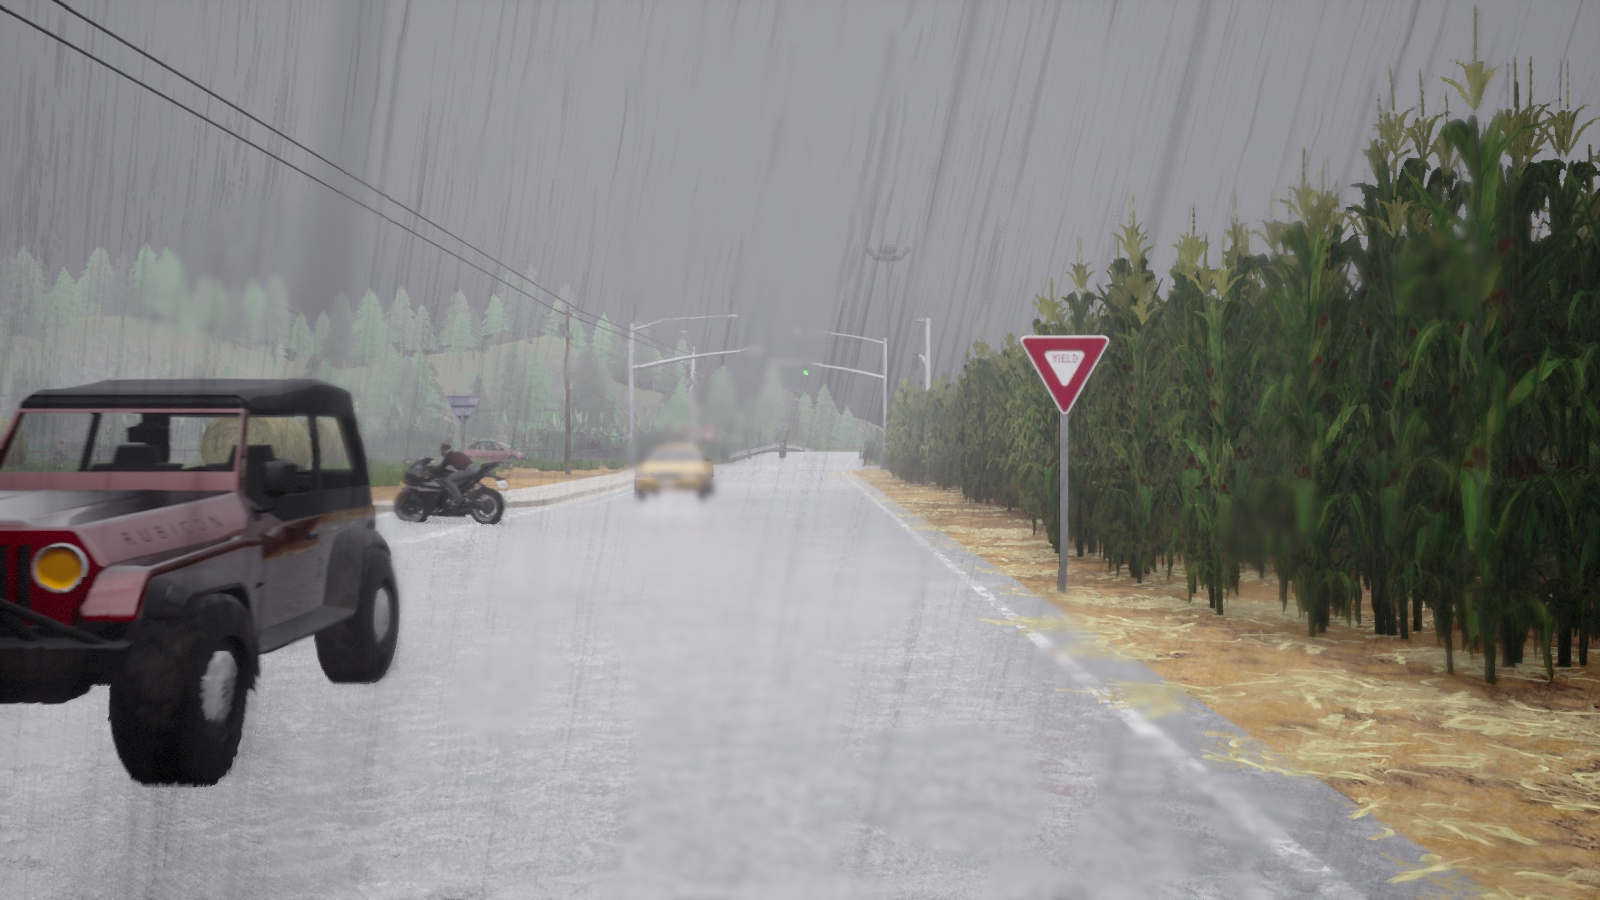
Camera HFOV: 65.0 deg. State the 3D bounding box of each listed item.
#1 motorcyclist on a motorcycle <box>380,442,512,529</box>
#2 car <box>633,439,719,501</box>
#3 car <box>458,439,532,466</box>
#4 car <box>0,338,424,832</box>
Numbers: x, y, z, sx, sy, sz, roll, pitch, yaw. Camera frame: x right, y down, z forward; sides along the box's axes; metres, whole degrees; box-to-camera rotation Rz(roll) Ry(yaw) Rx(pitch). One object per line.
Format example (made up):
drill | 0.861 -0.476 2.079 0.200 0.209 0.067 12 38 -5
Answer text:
motorcyclist on a motorcycle | -6.496 0.631 23.066 2.191 1.530 0.866 0 2 16
car | -3.299 0.489 34.269 1.801 1.575 5.366 0 0 0
car | -18.478 0.165 76.190 3.988 1.617 1.851 0 0 3
car | -3.488 0.502 6.688 1.905 1.878 3.866 0 0 -2
